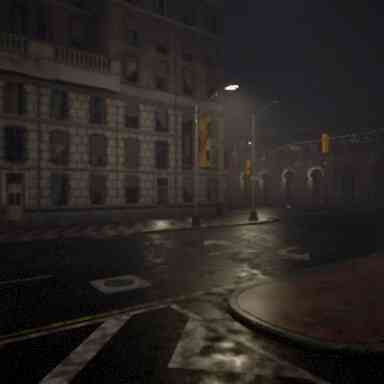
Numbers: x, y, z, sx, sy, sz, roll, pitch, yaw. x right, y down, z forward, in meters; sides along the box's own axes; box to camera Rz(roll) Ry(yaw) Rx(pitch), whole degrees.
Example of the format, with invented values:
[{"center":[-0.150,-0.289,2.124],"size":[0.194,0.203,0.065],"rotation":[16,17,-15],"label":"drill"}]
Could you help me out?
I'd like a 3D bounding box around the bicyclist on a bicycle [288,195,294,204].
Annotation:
[{"center":[17.170,1.265,57.601],"size":[1.656,1.620,0.582],"rotation":[0,0,-36],"label":"bicyclist on a bicycle"}]
